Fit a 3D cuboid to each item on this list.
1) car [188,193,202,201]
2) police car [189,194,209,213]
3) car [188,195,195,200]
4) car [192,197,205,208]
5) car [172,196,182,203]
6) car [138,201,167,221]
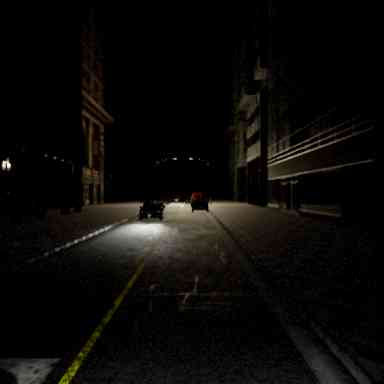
[{"bbox_3d":[0.886,1.184,53.152,2.150,2.045,5.566,0,0,0],"label":"car"},{"bbox_3d":[0.890,1.384,37.230,1.930,1.638,5.238,0,0,0],"label":"police car"},{"bbox_3d":[-0.024,1.483,90.699,1.895,1.301,4.718,0,0,0],"label":"car"},{"bbox_3d":[0.887,1.483,47.121,1.812,1.442,4.674,0,0,0],"label":"car"},{"bbox_3d":[-3.027,1.470,66.981,2.128,1.511,4.902,0,0,0],"label":"car"},{"bbox_3d":[-3.106,1.457,26.692,2.128,1.511,4.902,0,0,0],"label":"car"}]
